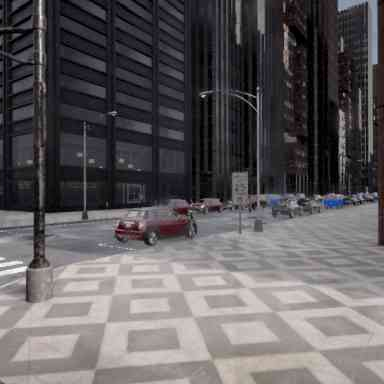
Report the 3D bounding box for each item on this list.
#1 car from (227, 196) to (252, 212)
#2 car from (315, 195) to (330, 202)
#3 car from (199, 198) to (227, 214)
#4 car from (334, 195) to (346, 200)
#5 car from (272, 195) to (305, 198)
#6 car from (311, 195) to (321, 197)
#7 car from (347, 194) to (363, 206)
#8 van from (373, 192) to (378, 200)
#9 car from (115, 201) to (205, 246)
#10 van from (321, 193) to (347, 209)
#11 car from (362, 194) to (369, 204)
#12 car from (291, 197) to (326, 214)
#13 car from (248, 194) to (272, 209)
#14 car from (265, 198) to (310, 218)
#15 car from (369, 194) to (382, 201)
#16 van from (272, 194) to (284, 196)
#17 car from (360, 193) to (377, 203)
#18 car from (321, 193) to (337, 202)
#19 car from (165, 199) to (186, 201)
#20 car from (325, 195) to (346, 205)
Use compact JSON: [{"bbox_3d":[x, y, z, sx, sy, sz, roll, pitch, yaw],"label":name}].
[{"bbox_3d":[4.697,1.481,38.379,2.008,1.369,4.403,0,0,36],"label":"car"},{"bbox_3d":[27.619,1.407,70.260,2.008,1.369,4.403,0,0,36],"label":"car"},{"bbox_3d":[1.422,1.383,33.824,1.967,1.590,4.097,0,0,36],"label":"car"},{"bbox_3d":[37.443,1.397,83.923,1.947,1.339,4.313,0,0,36],"label":"car"},{"bbox_3d":[11.048,1.381,37.171,1.882,1.535,5.008,0,0,36],"label":"car"},{"bbox_3d":[24.344,1.305,65.706,1.967,1.590,4.097,0,0,36],"label":"car"},{"bbox_3d":[24.726,1.420,51.633,1.947,1.339,4.313,0,0,36],"label":"car"},{"bbox_3d":[37.823,1.157,69.849,1.690,1.788,3.998,0,0,36],"label":"van"},{"bbox_3d":[-1.469,1.393,15.200,1.967,1.590,4.097,0,0,36],"label":"car"},{"bbox_3d":[18.177,1.217,42.524,1.690,1.788,3.998,0,0,36],"label":"van"},{"bbox_3d":[28.001,1.410,56.187,1.947,1.339,4.313,0,0,36],"label":"car"},{"bbox_3d":[11.629,1.465,33.417,1.947,1.339,4.313,0,0,36],"label":"car"},{"bbox_3d":[7.971,1.233,42.933,2.192,1.841,5.009,0,0,36],"label":"car"},{"bbox_3d":[8.354,1.463,28.862,2.008,1.369,4.403,0,0,36],"label":"car"},{"bbox_3d":[41.098,1.248,74.404,1.967,1.590,4.097,0,0,36],"label":"car"},{"bbox_3d":[11.245,1.248,47.487,1.690,1.788,3.998,0,0,36],"label":"van"},{"bbox_3d":[34.550,1.370,65.296,1.887,1.381,4.507,0,0,36],"label":"car"},{"bbox_3d":[30.893,1.162,74.814,2.192,1.841,5.009,0,0,36],"label":"car"},{"bbox_3d":[-1.853,1.397,29.270,1.967,1.590,4.097,0,0,36],"label":"car"},{"bbox_3d":[23.714,1.351,54.781,2.128,1.511,4.902,0,0,35],"label":"car"}]
